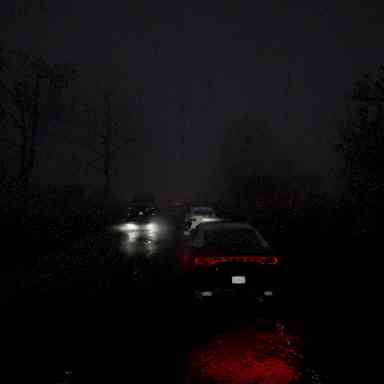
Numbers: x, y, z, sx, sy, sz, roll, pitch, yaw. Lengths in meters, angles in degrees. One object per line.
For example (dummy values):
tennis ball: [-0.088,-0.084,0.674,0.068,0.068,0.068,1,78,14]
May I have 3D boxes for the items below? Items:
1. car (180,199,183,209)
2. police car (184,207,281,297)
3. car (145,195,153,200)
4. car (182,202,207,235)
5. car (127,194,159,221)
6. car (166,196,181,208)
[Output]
car: [0.243,1.502,24.699,1.837,1.490,4.892,0,0,-3]
police car: [0.813,1.424,8.742,1.930,1.638,5.238,0,0,-1]
car: [-11.891,1.526,92.002,1.837,1.490,4.892,0,0,-11]
car: [0.519,1.523,18.676,1.812,1.442,4.674,0,0,-2]
car: [-3.925,1.220,27.212,2.150,2.045,5.566,0,0,-3]
car: [-2.273,1.476,47.033,1.882,1.535,5.008,0,0,-5]
